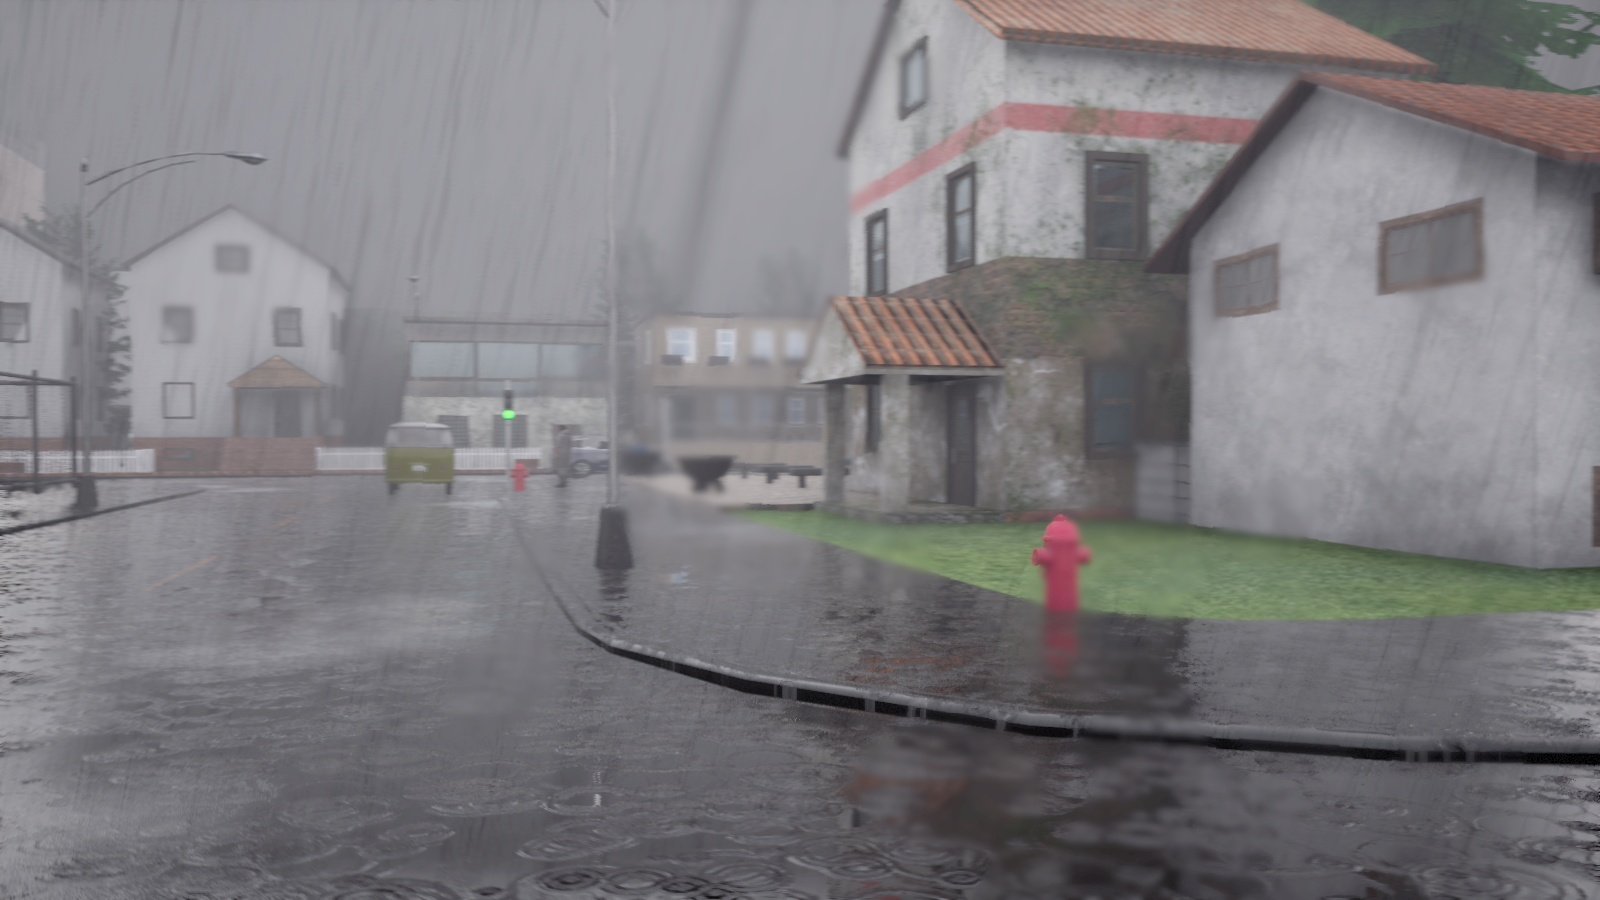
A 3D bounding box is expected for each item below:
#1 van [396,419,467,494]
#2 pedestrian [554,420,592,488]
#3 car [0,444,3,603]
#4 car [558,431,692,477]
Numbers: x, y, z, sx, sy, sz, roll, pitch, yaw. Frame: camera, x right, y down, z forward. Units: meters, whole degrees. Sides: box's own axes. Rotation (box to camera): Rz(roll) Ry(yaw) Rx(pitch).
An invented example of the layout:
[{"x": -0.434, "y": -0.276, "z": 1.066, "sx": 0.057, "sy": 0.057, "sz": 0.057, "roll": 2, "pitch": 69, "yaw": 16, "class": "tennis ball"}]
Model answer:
[{"x": -10.422, "y": 0.141, "z": 35.750, "sx": 1.775, "sy": 1.987, "sz": 4.442, "roll": 0, "pitch": 1, "yaw": -14, "class": "van"}, {"x": -6.643, "y": 0.103, "z": 36.751, "sx": 0.873, "sy": 1.952, "sz": 0.659, "roll": 1, "pitch": 1, "yaw": 34, "class": "pedestrian"}, {"x": -7.767, "y": 0.701, "z": 9.423, "sx": 1.816, "sy": 1.474, "sz": 4.193, "roll": 0, "pitch": 1, "yaw": -14, "class": "car"}, {"x": -6.638, "y": 0.123, "z": 47.647, "sx": 4.611, "sy": 1.667, "sz": 2.242, "roll": 0, "pitch": 1, "yaw": -23, "class": "car"}]
